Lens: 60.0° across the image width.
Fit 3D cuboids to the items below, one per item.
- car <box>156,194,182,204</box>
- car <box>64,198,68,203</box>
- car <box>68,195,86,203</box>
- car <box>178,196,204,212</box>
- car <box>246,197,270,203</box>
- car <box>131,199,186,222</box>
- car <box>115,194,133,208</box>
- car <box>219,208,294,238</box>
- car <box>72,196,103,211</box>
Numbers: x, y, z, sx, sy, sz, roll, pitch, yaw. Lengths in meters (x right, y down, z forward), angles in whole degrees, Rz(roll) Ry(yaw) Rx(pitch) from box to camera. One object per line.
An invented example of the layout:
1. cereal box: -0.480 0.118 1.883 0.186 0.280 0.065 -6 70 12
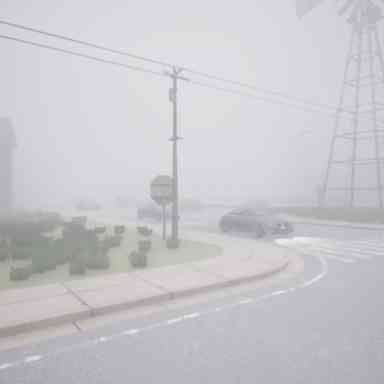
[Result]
1. car: -4.449 1.255 63.679 4.605 1.855 1.932 0 0 -36
2. car: -23.421 1.447 67.166 4.611 1.667 2.242 0 0 -36
3. car: -17.371 1.537 52.076 1.994 1.385 4.181 0 0 -37
4. car: -0.711 1.471 37.083 4.193 1.474 1.816 0 0 -36
5. car: 8.968 1.465 45.642 3.905 1.438 1.784 0 0 -36
6. car: -2.726 1.504 26.108 1.812 1.442 4.674 0 0 -36
7. car: -9.130 1.279 47.629 3.866 1.878 1.905 0 0 -36
8. car: 3.306 1.543 17.740 1.994 1.385 4.181 0 0 -34
9. car: -11.929 1.542 38.530 1.994 1.385 4.181 0 0 -36
